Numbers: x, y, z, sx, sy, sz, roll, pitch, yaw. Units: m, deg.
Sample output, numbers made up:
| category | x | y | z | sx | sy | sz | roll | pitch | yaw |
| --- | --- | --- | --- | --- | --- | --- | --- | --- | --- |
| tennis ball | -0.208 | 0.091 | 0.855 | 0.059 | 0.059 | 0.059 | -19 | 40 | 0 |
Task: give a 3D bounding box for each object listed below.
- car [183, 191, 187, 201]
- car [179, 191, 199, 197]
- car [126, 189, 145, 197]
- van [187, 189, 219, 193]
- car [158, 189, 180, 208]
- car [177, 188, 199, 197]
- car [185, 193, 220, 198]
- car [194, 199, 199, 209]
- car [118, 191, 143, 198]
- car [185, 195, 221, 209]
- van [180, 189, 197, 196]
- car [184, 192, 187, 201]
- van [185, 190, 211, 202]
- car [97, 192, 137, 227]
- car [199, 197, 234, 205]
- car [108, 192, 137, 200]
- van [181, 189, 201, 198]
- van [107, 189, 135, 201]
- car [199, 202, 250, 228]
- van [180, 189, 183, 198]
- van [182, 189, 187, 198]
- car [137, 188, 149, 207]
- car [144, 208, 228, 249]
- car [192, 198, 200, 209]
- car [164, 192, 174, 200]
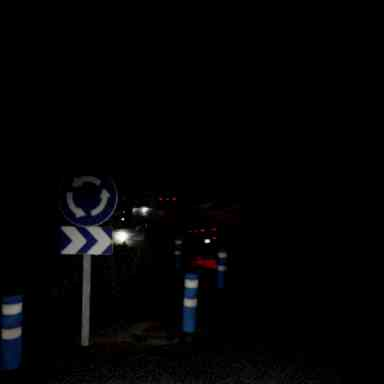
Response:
| category | x | y | z | sx | sy | sz | roll | pitch | yaw |
| --- | --- | --- | --- | --- | --- | --- | --- | --- | --- |
| car | 1.449 | 1.042 | 49.543 | 4.792 | 1.488 | 2.163 | 1 | 1 | -4 |
| car | -0.762 | 0.448 | 82.704 | 5.008 | 1.535 | 2.097 | 1 | 1 | -4 |
| car | -13.845 | 0.177 | 81.967 | 4.553 | 1.767 | 2.185 | 1 | 1 | -4 |
| van | 1.893 | 0.908 | 44.146 | 4.442 | 1.987 | 1.878 | 1 | 1 | -4 |
| car | -2.964 | 0.892 | 40.879 | 2.150 | 2.045 | 5.566 | 1 | 1 | -4 |
| car | -0.971 | 0.148 | 85.587 | 5.566 | 2.045 | 2.435 | 1 | 1 | -4 |
| car | 1.935 | 1.232 | 41.255 | 4.792 | 1.488 | 2.163 | 1 | 1 | -4 |
| car | 2.839 | 1.584 | 27.440 | 4.792 | 1.488 | 2.163 | 1 | 1 | -4 |
| car | -13.082 | 0.490 | 70.892 | 4.892 | 1.521 | 2.231 | 1 | 1 | -4 |
| car | 2.321 | 1.409 | 32.956 | 5.366 | 1.575 | 1.946 | 1 | 1 | -4 |
| van | -1.008 | 0.129 | 88.361 | 4.442 | 1.987 | 1.878 | 1 | 1 | -4 |
| car | 1.621 | 1.098 | 46.910 | 4.792 | 1.488 | 2.163 | 1 | 1 | -4 |
| van | 0.995 | 0.640 | 57.833 | 4.442 | 1.987 | 1.878 | 1 | 1 | -4 |
| car | -5.579 | 1.270 | 24.249 | 2.150 | 2.045 | 5.566 | 1 | 1 | -4 |
| car | 3.074 | 1.497 | 24.801 | 4.553 | 1.767 | 2.185 | 1 | 1 | -4 |
| car | -12.390 | 0.704 | 59.811 | 4.792 | 1.488 | 2.163 | 1 | 1 | -4 |
| van | -0.283 | 0.314 | 77.306 | 4.442 | 1.987 | 1.878 | 1 | 1 | -4 |
| van | -12.060 | 0.496 | 57.047 | 4.442 | 1.987 | 1.878 | 1 | 1 | -4 |
| car | 3.218 | 1.692 | 22.037 | 5.008 | 1.535 | 2.097 | 1 | 1 | -4 |
| van | 0.581 | 0.591 | 60.582 | 4.442 | 1.987 | 1.878 | 1 | 1 | -4 |
| van | 1.135 | 0.733 | 52.275 | 4.442 | 1.987 | 1.878 | 1 | 1 | -4 |
| car | -6.815 | 0.786 | 43.286 | 2.150 | 2.045 | 5.566 | 1 | 1 | -4 |
| car | -0.638 | 1.744 | 15.606 | 1.837 | 1.490 | 4.892 | 0 | 0 | -32 |
| car | 2.684 | 1.525 | 30.205 | 4.674 | 1.452 | 2.002 | 1 | 1 | -4 |
| car | -4.574 | 0.702 | 65.400 | 1.837 | 1.490 | 4.892 | 1 | 1 | -4 |
